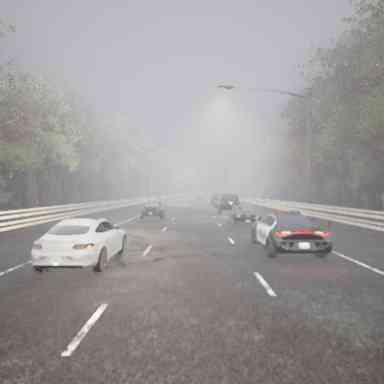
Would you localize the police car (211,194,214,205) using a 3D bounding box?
[{"bbox_3d":[4.017,1.480,45.738,2.038,1.542,4.974,0,0,1],"label":"police car"}]

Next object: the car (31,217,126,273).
[{"bbox_3d":[-3.362,1.521,10.552,1.812,1.442,4.674,0,0,0],"label":"car"}]

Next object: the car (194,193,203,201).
[{"bbox_3d":[1.410,1.391,76.971,1.895,1.301,4.718,0,0,2],"label":"car"}]

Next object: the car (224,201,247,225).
[{"bbox_3d":[3.647,1.591,23.861,1.895,1.301,4.718,0,0,1],"label":"car"}]

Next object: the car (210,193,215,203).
[{"bbox_3d":[4.287,1.187,56.720,2.150,2.045,5.566,0,0,2],"label":"car"}]

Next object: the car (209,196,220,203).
[{"bbox_3d":[4.612,1.503,67.640,2.033,1.411,5.357,0,0,2],"label":"car"}]

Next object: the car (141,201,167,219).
[{"bbox_3d":[-3.202,1.512,28.325,1.812,1.442,4.674,0,0,1],"label":"car"}]

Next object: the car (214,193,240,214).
[{"bbox_3d":[3.804,1.205,34.815,2.150,2.045,5.566,0,0,1],"label":"car"}]

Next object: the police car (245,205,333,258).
[{"bbox_3d":[3.546,1.501,12.877,2.038,1.542,4.974,0,0,0],"label":"police car"}]

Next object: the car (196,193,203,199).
[{"bbox_3d":[2.128,1.170,94.483,2.097,1.767,4.553,0,0,3],"label":"car"}]
